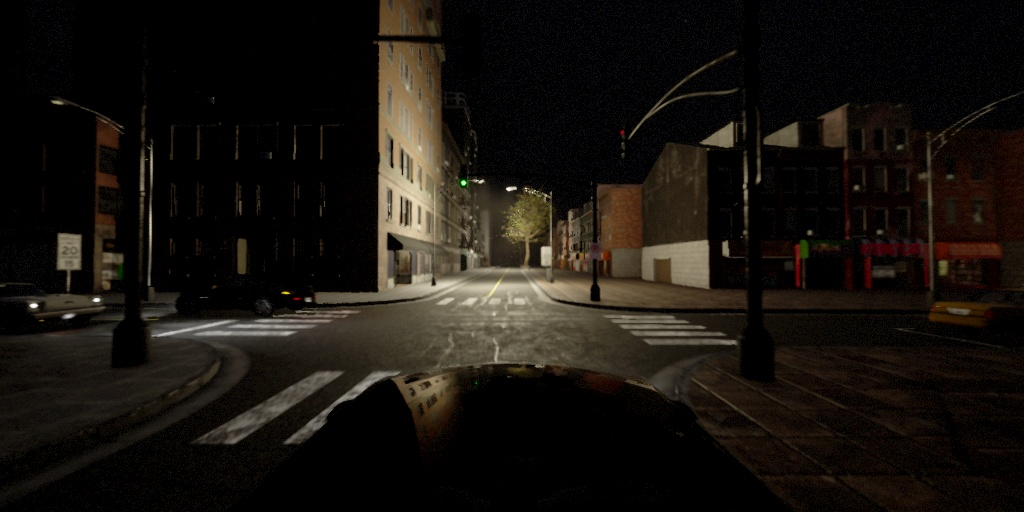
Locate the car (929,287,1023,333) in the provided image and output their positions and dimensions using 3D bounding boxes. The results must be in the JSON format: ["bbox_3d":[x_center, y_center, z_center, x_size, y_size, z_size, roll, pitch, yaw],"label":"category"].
[{"bbox_3d":[13.940,1.417,9.312,4.829,1.417,1.751,0,0,0],"label":"car"}]

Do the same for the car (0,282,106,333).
[{"bbox_3d":[-14.908,1.413,10.319,4.718,1.301,1.895,0,-1,0],"label":"car"}]

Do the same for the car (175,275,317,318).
[{"bbox_3d":[-9.713,1.411,13.260,4.674,1.442,1.812,0,-2,5],"label":"car"}]
